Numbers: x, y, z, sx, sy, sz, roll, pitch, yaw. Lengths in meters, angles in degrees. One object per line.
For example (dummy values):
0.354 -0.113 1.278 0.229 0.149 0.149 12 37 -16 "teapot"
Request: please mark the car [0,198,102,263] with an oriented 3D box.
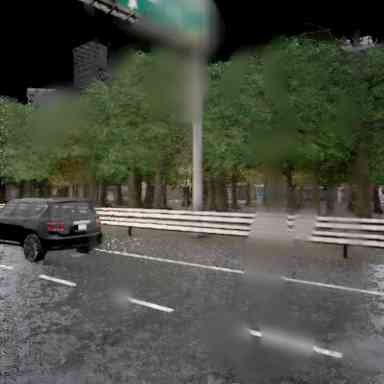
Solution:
-5.696 1.222 12.232 5.566 2.045 2.150 0 0 36 "car"
